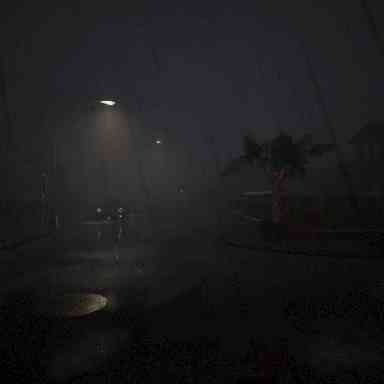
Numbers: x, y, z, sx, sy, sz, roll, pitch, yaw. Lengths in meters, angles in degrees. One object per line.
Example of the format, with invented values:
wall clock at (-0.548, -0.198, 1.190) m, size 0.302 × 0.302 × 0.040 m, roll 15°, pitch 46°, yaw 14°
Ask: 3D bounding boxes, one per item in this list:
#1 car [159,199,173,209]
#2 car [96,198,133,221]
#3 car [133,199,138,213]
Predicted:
car at (-3.488, 1.601, 44.501) m, size 1.895 × 1.301 × 4.718 m, roll 0°, pitch 0°, yaw -4°
car at (-6.304, 1.352, 26.832) m, size 2.097 × 1.767 × 4.553 m, roll 0°, pitch 0°, yaw -4°
car at (-7.098, 1.505, 37.171) m, size 1.837 × 1.490 × 4.892 m, roll 0°, pitch 0°, yaw -4°
